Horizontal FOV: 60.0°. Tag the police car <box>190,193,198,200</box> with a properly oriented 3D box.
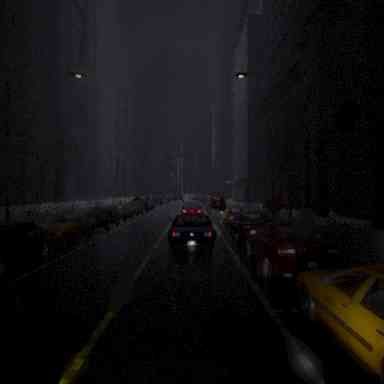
[{"bbox_3d":[0.842,1.483,85.659,1.930,1.638,5.238,0,0,-1],"label":"police car"}]

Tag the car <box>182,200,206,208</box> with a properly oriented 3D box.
[{"bbox_3d":[0.000,1.622,29.681,1.895,1.301,4.718,0,0,0],"label":"car"}]

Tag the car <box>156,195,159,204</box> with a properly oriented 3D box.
[{"bbox_3d":[-5.765,1.537,43.513,1.752,1.417,4.829,0,0,0],"label":"car"}]

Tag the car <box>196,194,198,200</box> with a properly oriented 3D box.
[{"bbox_3d":[2.760,1.619,83.173,1.947,1.339,4.313,0,0,0],"label":"car"}]

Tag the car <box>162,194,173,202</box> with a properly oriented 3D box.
[{"bbox_3d":[-5.766,1.361,77.528,2.192,1.841,5.009,0,0,0],"label":"car"}]

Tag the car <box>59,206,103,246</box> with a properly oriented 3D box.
[{"bbox_3d":[-5.765,1.525,15.309,1.752,1.417,4.829,0,0,0],"label":"car"}]

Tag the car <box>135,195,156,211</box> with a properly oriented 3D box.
[{"bbox_3d":[-5.766,1.323,38.043,2.192,1.841,5.009,0,0,0],"label":"car"}]

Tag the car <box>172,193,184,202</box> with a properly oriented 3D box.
[{"bbox_3d":[-3.000,1.229,75.927,2.150,2.045,5.566,0,0,0],"label":"car"}]

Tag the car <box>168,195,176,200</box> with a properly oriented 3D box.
[{"bbox_3d":[-5.765,1.632,94.450,1.947,1.339,4.313,0,0,0],"label":"car"}]

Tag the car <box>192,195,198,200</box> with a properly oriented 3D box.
[{"bbox_3d":[0.900,1.595,95.558,1.812,1.442,4.674,0,0,0],"label":"car"}]

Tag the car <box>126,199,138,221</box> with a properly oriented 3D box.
[{"bbox_3d":[-5.765,1.528,26.591,1.752,1.417,4.829,0,0,0],"label":"car"}]

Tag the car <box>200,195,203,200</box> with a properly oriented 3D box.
[{"bbox_3d":[2.760,1.572,54.971,2.008,1.369,4.403,0,0,0],"label":"car"}]

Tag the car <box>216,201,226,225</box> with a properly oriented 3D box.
[{"bbox_3d":[2.760,1.527,21.298,1.752,1.417,4.829,0,0,0],"label":"car"}]

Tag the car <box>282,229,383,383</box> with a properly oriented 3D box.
[{"bbox_3d":[2.760,1.524,4.377,1.752,1.417,4.829,0,0,0],"label":"car"}]

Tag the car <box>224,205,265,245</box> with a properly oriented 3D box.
[{"bbox_3d":[2.760,1.545,15.488,1.887,1.381,4.507,0,0,0],"label":"car"}]

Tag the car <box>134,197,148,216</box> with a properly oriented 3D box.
[{"bbox_3d":[-5.765,1.531,32.232,1.752,1.417,4.829,0,0,0],"label":"car"}]

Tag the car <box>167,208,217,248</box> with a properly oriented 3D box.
[{"bbox_3d":[0.000,1.617,14.681,1.895,1.301,4.718,0,0,0],"label":"car"}]

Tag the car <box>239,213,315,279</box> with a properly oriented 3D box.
[{"bbox_3d":[2.760,1.544,9.847,1.887,1.381,4.507,0,0,0],"label":"car"}]

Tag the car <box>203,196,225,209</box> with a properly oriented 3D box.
[{"bbox_3d":[2.759,1.323,38.050,2.192,1.841,5.009,0,0,0],"label":"car"}]

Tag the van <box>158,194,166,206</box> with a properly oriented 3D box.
[{"bbox_3d":[-5.766,1.362,54.965,1.690,1.788,3.998,0,0,0],"label":"van"}]

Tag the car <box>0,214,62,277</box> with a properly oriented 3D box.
[{"bbox_3d":[-5.765,1.565,9.839,1.947,1.339,4.313,0,0,0],"label":"car"}]

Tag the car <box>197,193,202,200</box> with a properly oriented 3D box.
[{"bbox_3d":[2.759,1.479,71.892,1.967,1.590,4.097,0,0,0],"label":"car"}]

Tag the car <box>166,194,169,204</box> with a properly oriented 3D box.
[{"bbox_3d":[-5.765,1.577,60.605,2.008,1.369,4.403,0,0,0],"label":"car"}]

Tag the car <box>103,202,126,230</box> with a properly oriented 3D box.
[{"bbox_3d":[-5.765,1.567,21.120,1.947,1.339,4.313,0,0,0],"label":"car"}]

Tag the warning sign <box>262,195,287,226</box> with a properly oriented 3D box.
[{"bbox_3d":[5.071,1.117,20.554,1.300,1.860,1.060,0,0,0],"label":"warning sign"}]

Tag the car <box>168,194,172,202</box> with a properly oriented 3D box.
[{"bbox_3d":[-5.766,1.347,66.246,2.192,1.841,5.009,0,0,0],"label":"car"}]
